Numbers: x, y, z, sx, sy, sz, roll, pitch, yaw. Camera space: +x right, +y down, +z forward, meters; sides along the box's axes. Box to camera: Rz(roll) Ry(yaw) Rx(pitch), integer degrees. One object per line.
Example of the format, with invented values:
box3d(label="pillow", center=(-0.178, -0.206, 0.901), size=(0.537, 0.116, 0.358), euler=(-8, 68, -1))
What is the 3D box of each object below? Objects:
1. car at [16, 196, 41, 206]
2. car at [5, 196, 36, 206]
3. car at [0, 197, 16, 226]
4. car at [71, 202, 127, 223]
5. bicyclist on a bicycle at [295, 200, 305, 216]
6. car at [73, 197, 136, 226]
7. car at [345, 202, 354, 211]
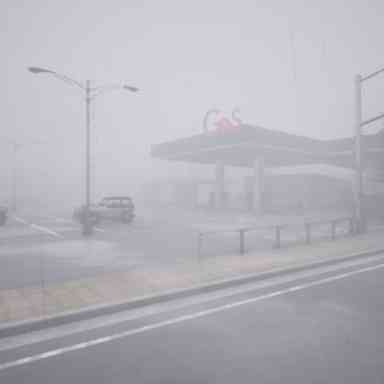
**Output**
box3d(label="car", center=(-27.293, 1.515, 54.057), size=(5.027, 1.636, 2.152), euler=(0, 0, -36))
box3d(label="car", center=(-29.164, 1.524, 56.575), size=(4.514, 1.523, 2.007), euler=(0, 0, -36))
box3d(label="car", center=(-14.153, 1.288, 21.277), size=(4.605, 1.855, 1.932), euler=(0, 0, -36))
box3d(label="car", center=(-7.285, 1.547, 26.250), size=(3.806, 1.475, 1.970), euler=(0, 0, -36))
box3d(label="bicyclist on a bicycle", center=(11.163, 1.630, 34.258), size=(1.656, 1.620, 0.582), euler=(0, 0, -35))
box3d(label="car", center=(-5.844, 1.263, 23.192), size=(3.866, 1.878, 1.905), euler=(0, 0, -36))
box3d(label="car", center=(22.104, 1.650, 42.565), size=(2.242, 1.667, 4.611), euler=(0, 0, -36))
